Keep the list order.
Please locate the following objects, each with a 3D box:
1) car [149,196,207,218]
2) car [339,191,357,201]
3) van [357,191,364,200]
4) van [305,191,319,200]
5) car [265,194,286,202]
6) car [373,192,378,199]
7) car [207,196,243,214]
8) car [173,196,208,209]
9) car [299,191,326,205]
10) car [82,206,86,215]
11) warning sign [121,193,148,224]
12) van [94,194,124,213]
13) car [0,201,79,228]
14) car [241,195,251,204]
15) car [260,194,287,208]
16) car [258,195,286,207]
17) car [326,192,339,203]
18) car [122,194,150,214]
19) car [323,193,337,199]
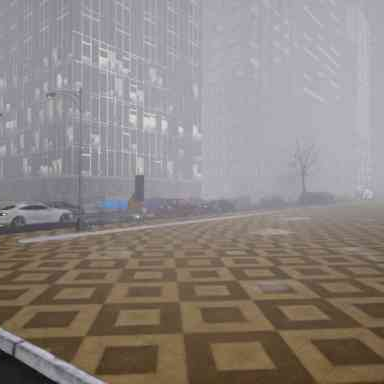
[{"bbox_3d":[-1.070,1.240,27.097,1.967,1.590,4.097,1,1,41],"label":"car"},{"bbox_3d":[28.575,0.957,61.849,1.752,1.417,4.829,1,1,41],"label":"car"},{"bbox_3d":[35.873,0.683,70.354,1.690,1.788,3.998,1,1,41],"label":"van"},{"bbox_3d":[25.821,0.695,71.507,1.690,1.788,3.998,1,1,41],"label":"van"},{"bbox_3d":[14.709,1.056,58.556,1.947,1.339,4.313,1,1,41],"label":"car"},{"bbox_3d":[39.575,0.848,74.675,2.008,1.369,4.403,1,1,41],"label":"car"},{"bbox_3d":[2.590,1.320,31.453,1.947,1.339,4.313,1,1,41],"label":"car"},{"bbox_3d":[-0.112,1.218,41.290,1.887,1.381,4.507,1,1,41],"label":"car"},{"bbox_3d":[17.355,0.885,48.764,2.192,1.841,5.009,1,1,41],"label":"car"},{"bbox_3d":[-10.733,1.388,24.923,2.033,1.411,5.357,0,1,41],"label":"car"},{"bbox_3d":[-3.582,0.977,20.725,1.300,1.860,1.060,0,0,41],"label":"warning sign"},{"bbox_3d":[-7.603,1.106,32.725,1.690,1.788,3.998,1,1,41],"label":"van"},{"bbox_3d":[-9.927,1.399,20.986,1.812,1.442,4.674,0,1,41],"label":"car"},{"bbox_3d":[7.301,1.148,49.919,1.947,1.339,4.313,1,1,41],"label":"car"},{"bbox_3d":[9.947,1.244,40.131,1.802,1.307,4.206,1,1,41],"label":"car"},{"bbox_3d":[10.968,1.178,45.385,1.994,1.385,4.181,0,1,41],"label":"car"},{"bbox_3d":[21.058,0.840,53.081,2.192,1.841,5.009,1,1,41],"label":"car"},{"bbox_3d":[-4.071,1.235,32.689,1.882,1.535,5.008,0,1,41],"label":"car"},{"bbox_3d":[33.227,0.829,80.147,1.947,1.339,4.313,1,1,41],"label":"car"}]
